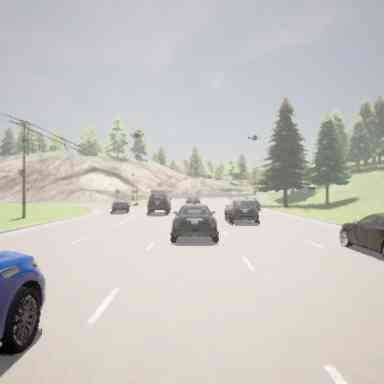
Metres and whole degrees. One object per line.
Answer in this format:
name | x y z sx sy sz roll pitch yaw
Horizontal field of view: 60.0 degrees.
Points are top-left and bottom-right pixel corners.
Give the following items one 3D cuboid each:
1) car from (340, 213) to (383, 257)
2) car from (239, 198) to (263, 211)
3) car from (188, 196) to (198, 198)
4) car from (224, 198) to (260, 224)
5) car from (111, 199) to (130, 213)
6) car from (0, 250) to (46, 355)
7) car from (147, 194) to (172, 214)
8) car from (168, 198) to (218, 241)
car | 7.114 1.473 11.904 1.882 1.535 5.008 0 0 0
car | 7.146 1.478 41.029 2.128 1.511 4.902 0 0 0
car | 0.150 1.338 44.926 2.097 1.767 4.553 0 0 0
car | 3.628 1.344 24.868 2.097 1.767 4.553 0 0 0
car | -7.943 1.482 36.763 2.128 1.511 4.902 0 0 -12
car | -3.395 1.223 2.944 2.150 2.045 5.566 0 0 0
car | -3.361 1.211 34.960 2.150 2.045 5.566 0 0 0
car | 0.119 1.347 16.622 2.097 1.767 4.553 0 0 0
